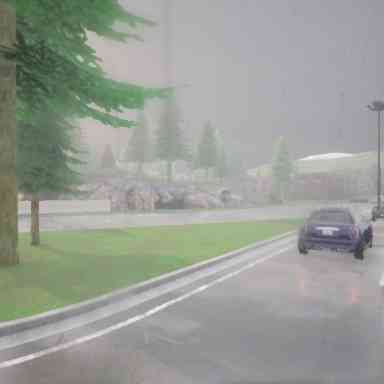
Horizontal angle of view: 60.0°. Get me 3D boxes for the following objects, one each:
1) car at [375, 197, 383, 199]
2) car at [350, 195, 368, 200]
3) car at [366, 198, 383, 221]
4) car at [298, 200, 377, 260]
[{"bbox_3d":[33.581,1.541,59.297,4.674,1.442,1.812,-1,0,-44],"label":"car"},{"bbox_3d":[30.986,1.328,61.654,4.553,1.767,2.097,0,0,-44],"label":"car"},{"bbox_3d":[15.398,1.492,25.637,2.128,1.511,4.902,0,0,45],"label":"car"},{"bbox_3d":[5.678,1.363,12.861,2.097,1.767,4.553,0,0,33],"label":"car"}]
